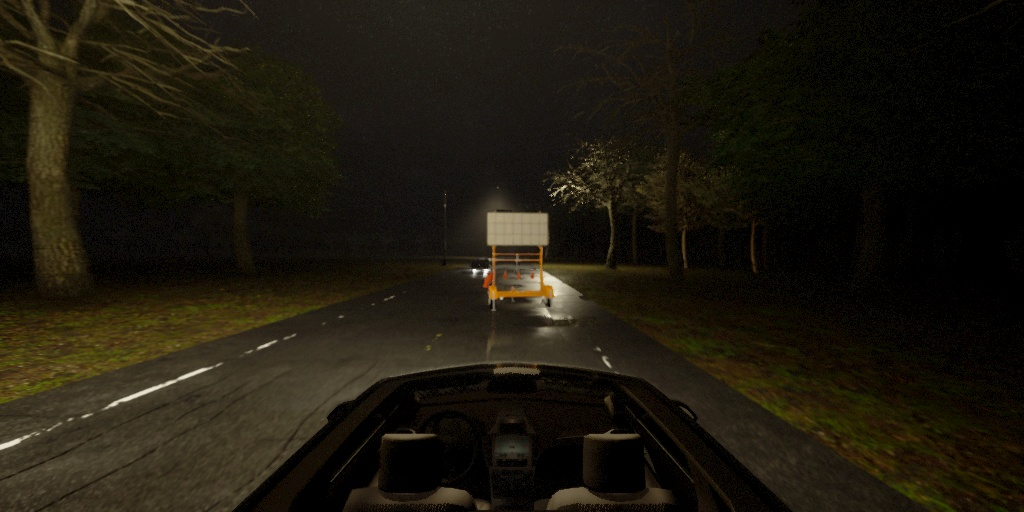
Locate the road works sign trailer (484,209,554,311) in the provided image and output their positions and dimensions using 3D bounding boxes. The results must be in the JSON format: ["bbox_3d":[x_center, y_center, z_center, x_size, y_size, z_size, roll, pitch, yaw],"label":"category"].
[{"bbox_3d":[0.193,0.048,13.652,2.380,3.560,2.880,0,0,-8],"label":"road works sign trailer"}]

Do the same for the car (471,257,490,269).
[{"bbox_3d":[-3.577,0.787,41.701,1.994,1.385,4.181,0,1,0],"label":"car"}]
